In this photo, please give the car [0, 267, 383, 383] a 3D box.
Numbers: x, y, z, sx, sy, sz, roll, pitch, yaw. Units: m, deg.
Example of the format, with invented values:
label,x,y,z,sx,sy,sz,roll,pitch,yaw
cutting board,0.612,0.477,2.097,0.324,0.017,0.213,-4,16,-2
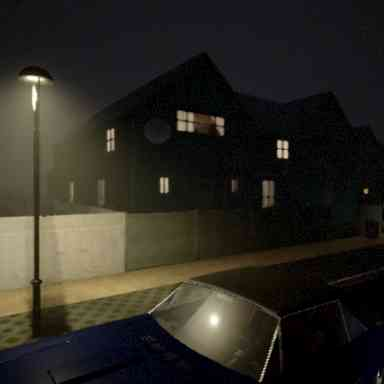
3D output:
label,x,y,z,sx,sy,sz,roll,pitch,yaw
car,0.438,1.598,3.377,4.718,1.301,1.895,0,0,-35
